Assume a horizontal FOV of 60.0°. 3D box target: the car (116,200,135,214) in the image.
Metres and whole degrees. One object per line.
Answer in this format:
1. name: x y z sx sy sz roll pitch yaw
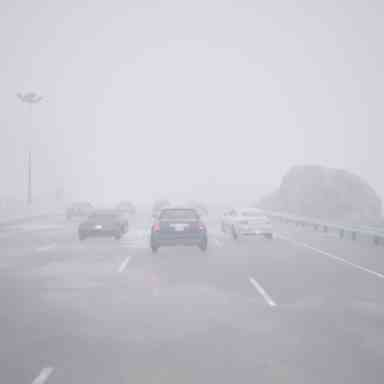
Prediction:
1. car: -6.800 1.507 33.895 1.994 1.385 4.181 0 0 -11

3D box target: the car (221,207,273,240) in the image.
1. car: 2.672 1.487 16.832 1.812 1.442 4.674 0 0 -5

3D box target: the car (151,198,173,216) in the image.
1. car: -3.066 1.443 32.981 1.837 1.490 4.892 0 0 -10

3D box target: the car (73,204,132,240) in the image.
1. car: -4.375 1.537 16.945 1.994 1.385 4.181 0 0 -5

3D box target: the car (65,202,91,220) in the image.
1. car: -9.278 1.507 27.983 2.033 1.411 5.357 0 0 -9

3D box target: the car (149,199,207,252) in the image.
1. car: -0.615 1.325 14.035 2.097 1.767 4.553 0 0 -4

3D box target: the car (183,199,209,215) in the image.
1. car: 0.338 1.457 33.793 1.812 1.442 4.674 0 0 -10
